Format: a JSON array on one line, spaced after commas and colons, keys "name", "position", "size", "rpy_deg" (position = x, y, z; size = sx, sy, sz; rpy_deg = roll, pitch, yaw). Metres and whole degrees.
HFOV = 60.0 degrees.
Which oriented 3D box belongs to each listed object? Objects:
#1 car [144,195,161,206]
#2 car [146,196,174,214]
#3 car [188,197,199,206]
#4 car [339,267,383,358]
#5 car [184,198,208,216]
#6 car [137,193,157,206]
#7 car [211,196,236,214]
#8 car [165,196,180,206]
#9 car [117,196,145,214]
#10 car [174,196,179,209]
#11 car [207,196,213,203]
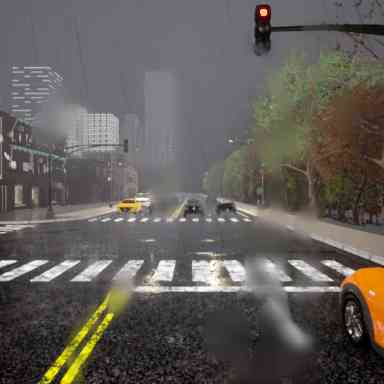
[{"name": "car", "position": [-6.454, 1.333, 54.813], "size": [2.097, 1.767, 4.553], "rpy_deg": [0, 0, 0]}, {"name": "car", "position": [-3.263, 1.466, 34.925], "size": [1.882, 1.535, 5.008], "rpy_deg": [0, 0, 0]}, {"name": "car", "position": [0.231, 1.580, 56.232], "size": [1.895, 1.301, 4.718], "rpy_deg": [0, 0, 0]}, {"name": "car", "position": [3.360, 1.351, 3.419], "size": [2.097, 1.767, 4.553], "rpy_deg": [0, 0, 0]}, {"name": "car", "position": [0.175, 1.537, 32.223], "size": [2.033, 1.411, 5.357], "rpy_deg": [0, 0, 0]}, {"name": "car", "position": [-6.480, 1.206, 45.219], "size": [2.150, 2.045, 5.566], "rpy_deg": [0, 0, 1]}, {"name": "car", "position": [3.429, 1.480, 34.398], "size": [2.128, 1.511, 4.902], "rpy_deg": [0, 0, 0]}, {"name": "car", "position": [-3.203, 1.471, 54.964], "size": [2.128, 1.511, 4.902], "rpy_deg": [0, 0, 0]}, {"name": "car", "position": [-6.510, 1.466, 34.913], "size": [1.882, 1.535, 5.008], "rpy_deg": [0, 0, 0]}, {"name": "car", "position": [-3.233, 1.548, 44.935], "size": [1.994, 1.385, 4.181], "rpy_deg": [0, 0, 0]}, {"name": "car", "position": [3.489, 1.455, 59.441], "size": [1.882, 1.535, 5.008], "rpy_deg": [0, 0, 0]}]
